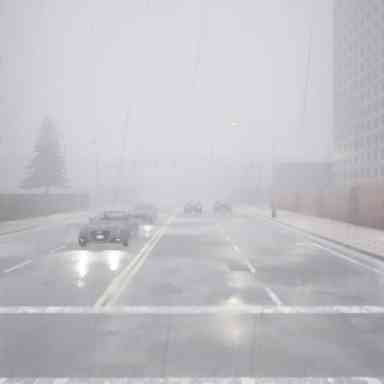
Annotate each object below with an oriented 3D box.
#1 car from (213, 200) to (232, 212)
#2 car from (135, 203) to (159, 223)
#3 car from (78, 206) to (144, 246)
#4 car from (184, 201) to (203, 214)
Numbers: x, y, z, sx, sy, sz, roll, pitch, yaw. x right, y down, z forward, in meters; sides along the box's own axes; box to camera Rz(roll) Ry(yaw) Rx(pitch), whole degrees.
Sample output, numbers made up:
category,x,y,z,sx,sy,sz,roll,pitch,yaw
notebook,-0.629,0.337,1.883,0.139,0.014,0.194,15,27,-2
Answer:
category,x,y,z,sx,sy,sz,roll,pitch,yaw
car,3.506,1.580,39.215,1.895,1.301,4.718,0,0,0
car,-3.593,1.534,25.287,2.033,1.411,5.357,0,0,-1
car,-3.597,1.556,14.987,1.994,1.385,4.181,0,0,0
car,0.106,1.582,34.690,1.895,1.301,4.718,0,0,0
